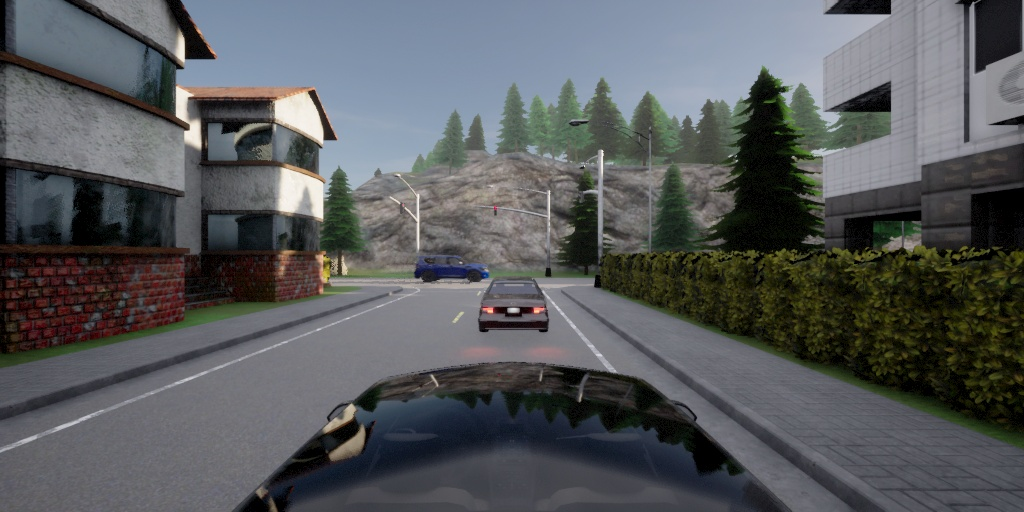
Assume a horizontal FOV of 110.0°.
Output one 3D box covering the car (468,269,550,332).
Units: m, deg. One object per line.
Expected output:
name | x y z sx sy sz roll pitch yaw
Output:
car | 0.055 1.297 10.768 2.033 1.411 5.357 0 0 1

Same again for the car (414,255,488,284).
car | -4.477 0.972 26.807 5.566 2.045 2.150 0 0 1
